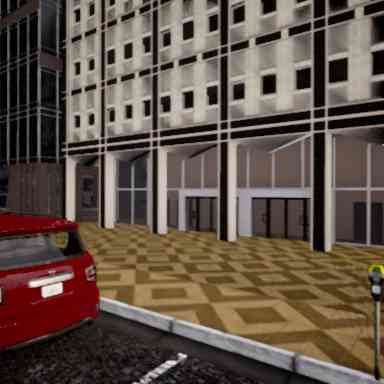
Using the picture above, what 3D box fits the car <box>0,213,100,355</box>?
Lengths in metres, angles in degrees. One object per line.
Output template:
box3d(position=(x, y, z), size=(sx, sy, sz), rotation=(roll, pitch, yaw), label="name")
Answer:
box3d(position=(-3.663, 1.271, 5.487), size=(5.009, 1.841, 2.192), rotation=(1, 0, 35), label="car")
